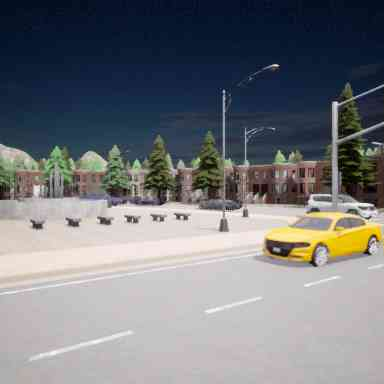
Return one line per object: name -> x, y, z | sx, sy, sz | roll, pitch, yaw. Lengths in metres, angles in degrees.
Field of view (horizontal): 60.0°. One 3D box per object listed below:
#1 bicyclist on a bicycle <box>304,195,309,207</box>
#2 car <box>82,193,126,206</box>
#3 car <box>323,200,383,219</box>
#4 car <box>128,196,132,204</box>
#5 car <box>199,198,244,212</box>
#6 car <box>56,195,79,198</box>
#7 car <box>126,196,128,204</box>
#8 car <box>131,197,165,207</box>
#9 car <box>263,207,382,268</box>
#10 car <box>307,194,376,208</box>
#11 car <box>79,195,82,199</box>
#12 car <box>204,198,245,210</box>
bicyclist on a bicycle -> 16.174, 1.303, 46.611 | 1.656, 1.620, 0.582 | 0, 0, -37
car -> -13.579, 1.224, 51.359 | 5.566, 2.045, 2.150 | 0, 0, 21
car -> 14.508, 1.526, 30.205 | 1.812, 1.442, 4.674 | 0, 0, -36
car -> -12.736, 1.505, 62.058 | 4.892, 1.490, 1.837 | 0, 0, 18
car -> 3.102, 1.547, 39.510 | 2.033, 1.411, 5.357 | 0, 0, -42
car -> -23.818, 1.505, 60.694 | 4.892, 1.490, 1.837 | 0, 0, 5
car -> -14.081, 1.564, 58.826 | 4.181, 1.385, 1.994 | 0, 0, 18
car -> -6.556, 1.601, 51.775 | 4.718, 1.301, 1.895 | 0, 0, 28
car -> 4.603, 1.477, 11.506 | 5.008, 1.535, 1.882 | 0, 0, -35
car -> 12.140, 1.222, 27.416 | 2.150, 2.045, 5.566 | 0, 0, -35
car -> -22.556, 1.352, 63.988 | 4.553, 1.767, 2.097 | 0, 0, 7
car -> 4.173, 1.547, 43.440 | 2.033, 1.411, 5.357 | 0, 0, -44
